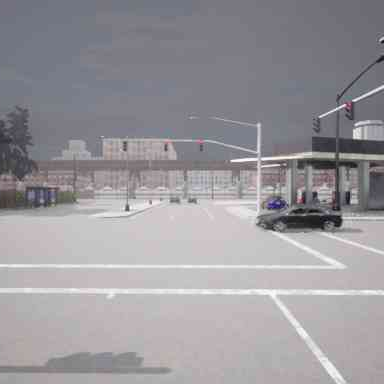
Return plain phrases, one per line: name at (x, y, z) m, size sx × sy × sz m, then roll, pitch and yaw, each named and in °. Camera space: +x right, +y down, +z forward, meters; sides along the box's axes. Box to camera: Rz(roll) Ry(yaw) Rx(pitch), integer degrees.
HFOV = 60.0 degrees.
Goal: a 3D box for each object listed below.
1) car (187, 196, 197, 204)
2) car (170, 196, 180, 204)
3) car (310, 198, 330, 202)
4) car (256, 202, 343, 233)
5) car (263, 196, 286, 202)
car at (0.040, 1.547, 64.364) m, size 2.033 × 1.411 × 5.357 m, roll 0°, pitch 0°, yaw 0°
car at (-3.358, 1.491, 66.287) m, size 2.128 × 1.511 × 4.902 m, roll 0°, pitch 0°, yaw 0°
car at (15.480, 1.456, 40.442) m, size 1.970 × 1.475 × 3.806 m, roll 0°, pitch 0°, yaw 0°
car at (6.128, 1.505, 19.185) m, size 4.892 × 1.490 × 1.837 m, roll 0°, pitch 0°, yaw -5°
car at (9.735, 1.295, 39.683) m, size 2.242 × 1.667 × 4.611 m, roll 0°, pitch 0°, yaw 0°
